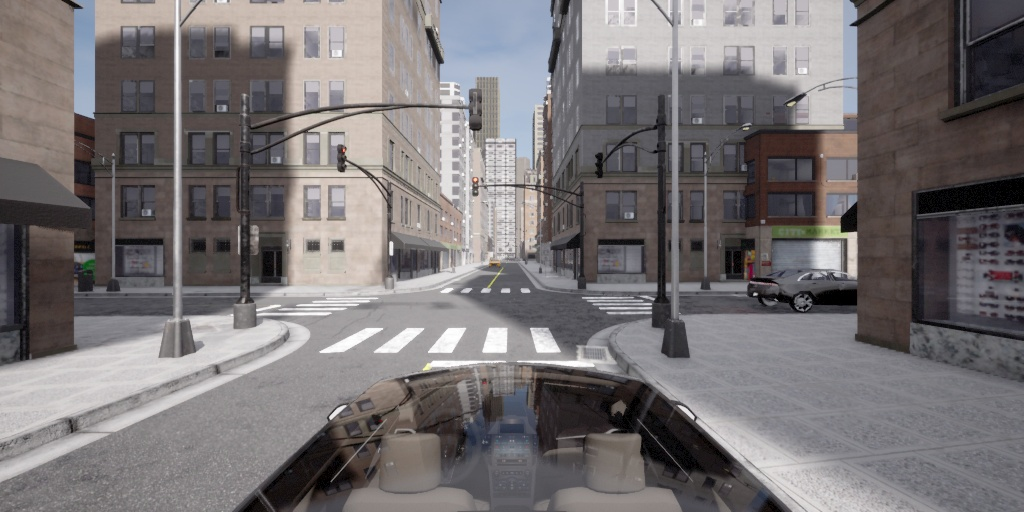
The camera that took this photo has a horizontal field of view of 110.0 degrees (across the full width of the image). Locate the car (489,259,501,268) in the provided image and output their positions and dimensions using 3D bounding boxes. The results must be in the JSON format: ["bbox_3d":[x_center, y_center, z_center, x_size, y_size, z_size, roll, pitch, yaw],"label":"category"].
[{"bbox_3d":[-2.993,1.207,62.949,1.882,1.535,5.008,0,0,0],"label":"car"}]

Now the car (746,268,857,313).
[{"bbox_3d":[11.429,1.209,13.264,4.902,1.511,2.128,0,0,0],"label":"car"}]
